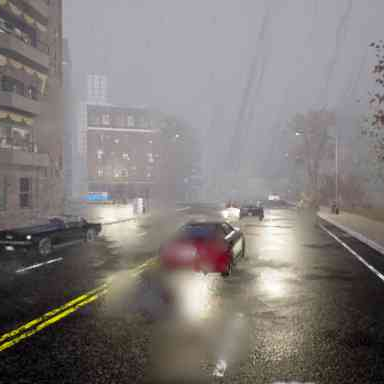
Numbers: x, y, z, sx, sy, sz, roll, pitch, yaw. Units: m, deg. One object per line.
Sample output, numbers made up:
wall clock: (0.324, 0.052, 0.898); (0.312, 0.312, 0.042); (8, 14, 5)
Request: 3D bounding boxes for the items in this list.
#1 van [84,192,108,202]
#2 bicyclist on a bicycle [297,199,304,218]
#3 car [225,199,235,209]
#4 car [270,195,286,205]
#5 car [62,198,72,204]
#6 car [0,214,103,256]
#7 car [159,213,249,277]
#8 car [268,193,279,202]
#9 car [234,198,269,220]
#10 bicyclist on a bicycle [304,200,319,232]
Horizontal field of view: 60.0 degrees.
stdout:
van: (-16.558, 0.886, 57.838); (3.998, 1.788, 1.690); (1, -1, -17)
bicyclist on a bicycle: (9.509, 1.426, 28.893); (0.866, 1.612, 1.509); (0, 0, 14)
car: (5.503, 1.652, 44.261); (1.895, 1.301, 4.718); (0, 0, 13)
car: (14.993, 1.570, 57.302); (1.895, 1.301, 4.718); (0, 0, 11)
car: (-19.650, 1.110, 48.161); (4.206, 1.307, 1.802); (1, -1, -17)
car: (-5.615, 1.600, 13.428); (1.895, 1.301, 4.718); (0, 0, 15)
car: (0.490, 1.562, 10.426); (1.994, 1.385, 4.181); (0, 0, 15)
car: (17.601, 1.181, 71.410); (2.150, 2.045, 5.566); (0, 0, 10)
car: (5.101, 1.484, 28.047); (2.128, 1.511, 4.902); (0, 0, 14)
bicyclist on a bicycle: (7.054, 1.365, 19.289); (0.659, 1.776, 1.843); (0, 0, 15)
